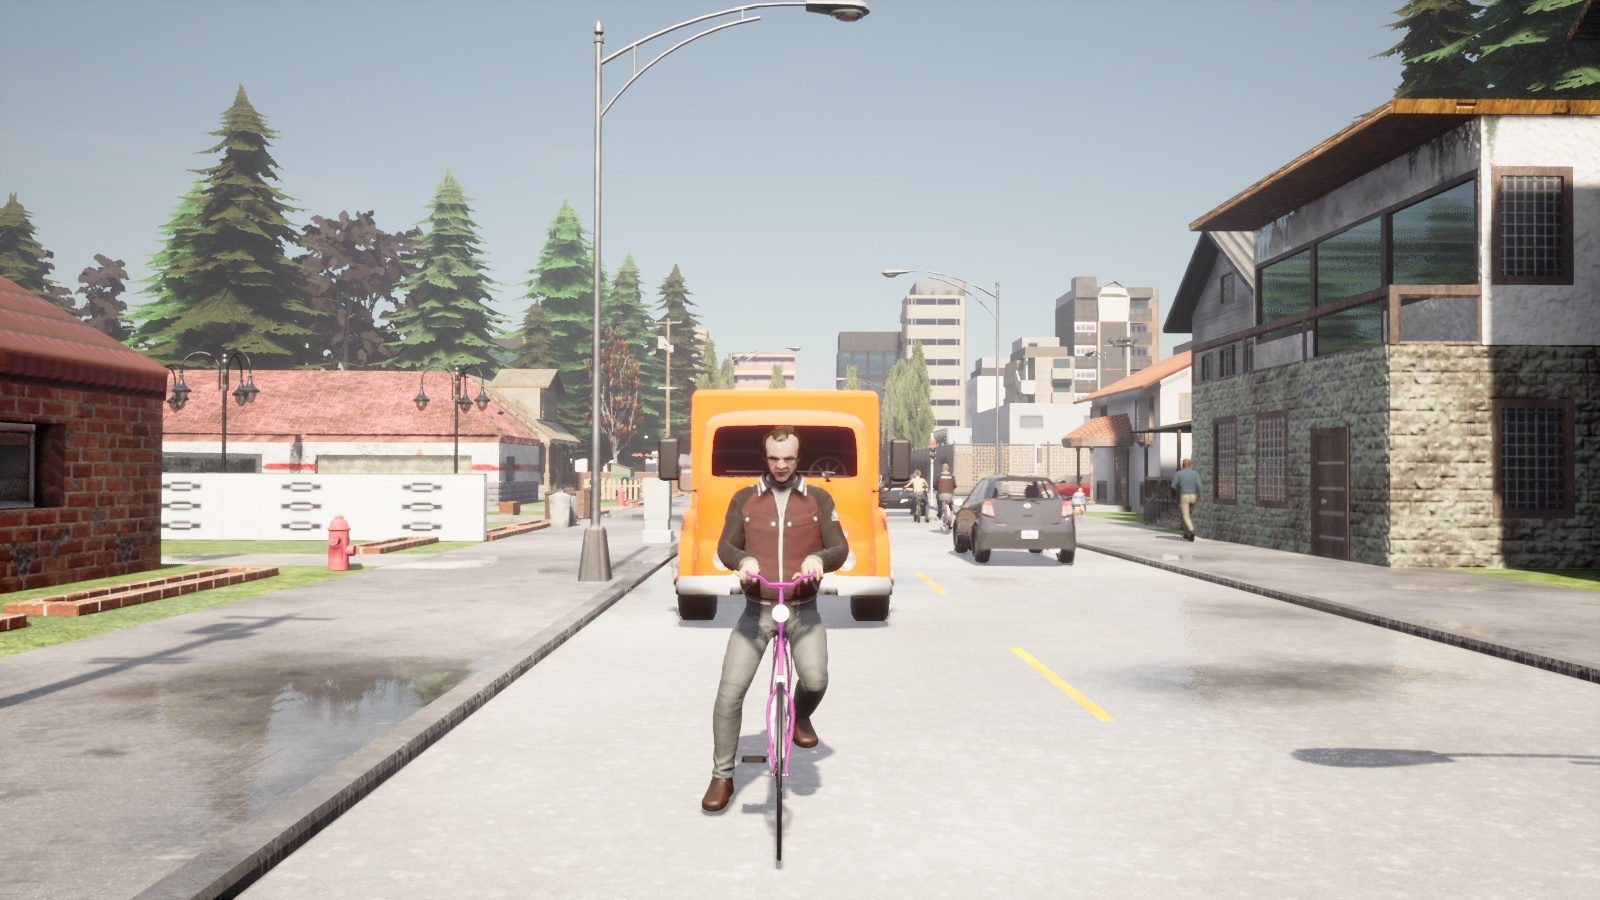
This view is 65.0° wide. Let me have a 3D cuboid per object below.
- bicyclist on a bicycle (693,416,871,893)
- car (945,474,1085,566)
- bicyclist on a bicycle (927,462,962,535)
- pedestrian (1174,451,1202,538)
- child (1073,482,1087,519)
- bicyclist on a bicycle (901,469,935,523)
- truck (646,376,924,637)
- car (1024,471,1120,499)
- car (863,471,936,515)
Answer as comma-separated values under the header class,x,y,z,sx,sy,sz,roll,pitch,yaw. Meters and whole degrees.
class,x,y,z,sx,sy,sz,roll,pitch,yaw
bicyclist on a bicycle,-0.079,0.780,5.614,0.659,1.776,1.843,0,-1,-1
car,3.747,1.190,22.484,1.845,1.501,3.633,0,-1,-1
bicyclist on a bicycle,3.650,1.201,31.772,0.659,1.776,1.843,0,0,-1
pedestrian,8.292,0.941,26.850,0.370,1.835,0.726,0,-1,1
child,8.290,1.495,37.218,0.255,1.110,0.394,0,-1,-12
bicyclist on a bicycle,3.580,1.378,38.293,0.866,1.612,1.509,0,-1,-1
truck,-0.174,0.570,14.502,2.627,2.467,5.204,0,-1,-1
car,14.926,1.910,69.000,4.792,1.488,2.163,0,-1,0
car,3.519,1.516,45.323,2.128,1.511,4.902,0,-1,-1
